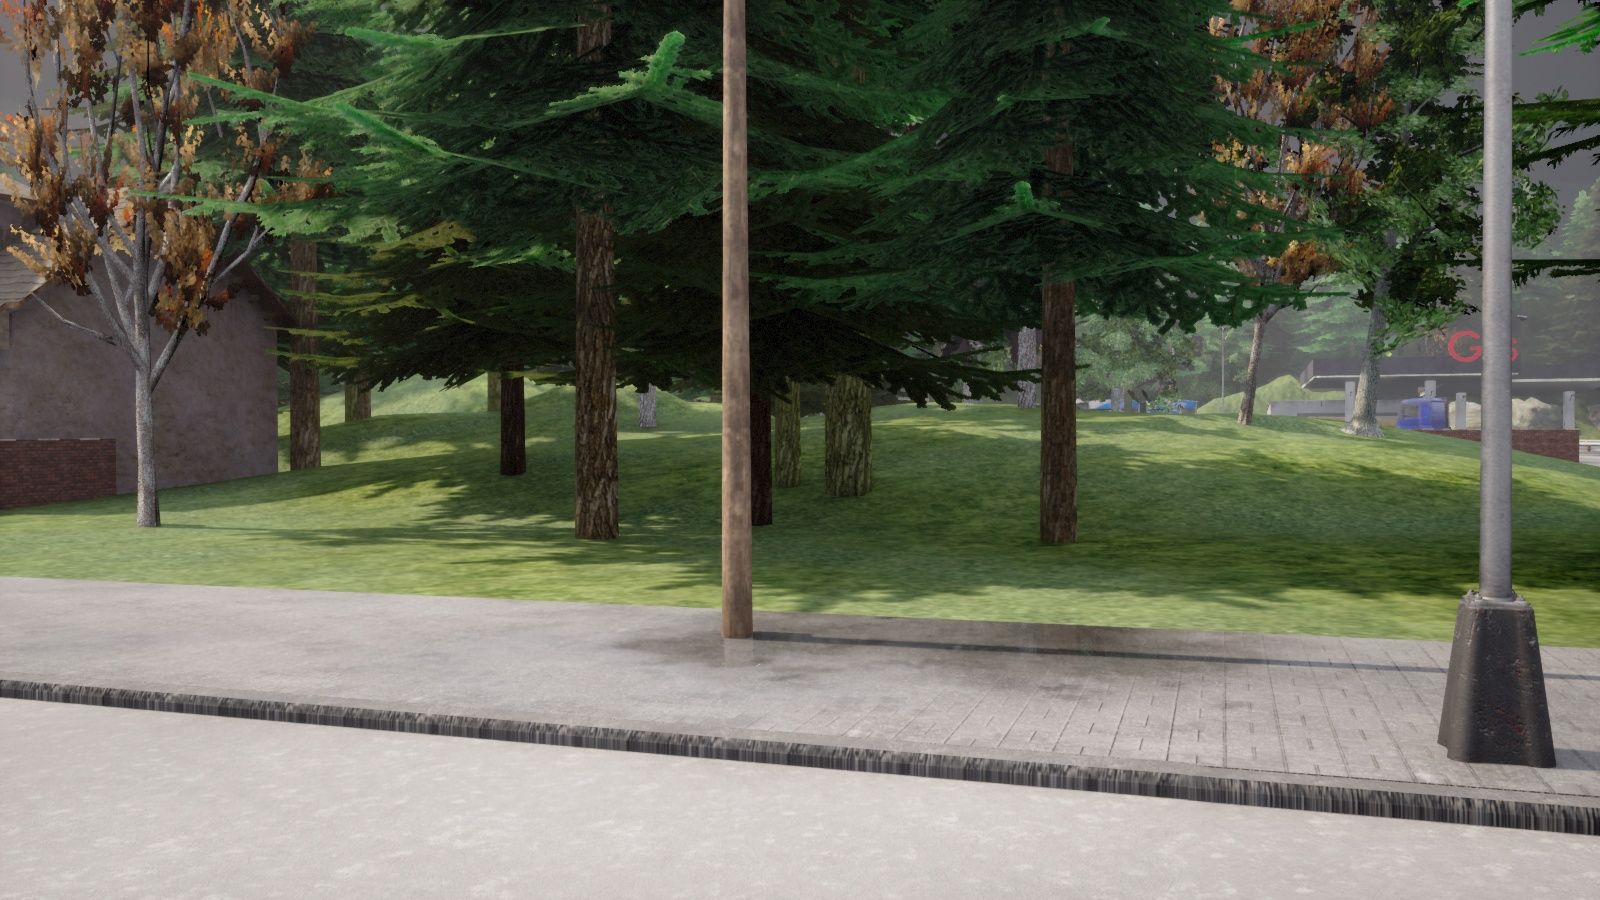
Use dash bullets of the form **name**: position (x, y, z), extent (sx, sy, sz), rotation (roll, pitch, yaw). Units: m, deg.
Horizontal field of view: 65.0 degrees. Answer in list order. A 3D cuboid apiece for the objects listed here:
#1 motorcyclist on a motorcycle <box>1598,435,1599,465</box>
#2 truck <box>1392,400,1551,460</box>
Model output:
- **motorcyclist on a motorcycle**: position (40.495, 0.015, 62.367), extent (0.866, 1.530, 2.191), rotation (0, 1, 16)
- **truck**: position (40.548, -1.219, 76.037), extent (2.891, 3.462, 7.936), rotation (0, 1, -44)
